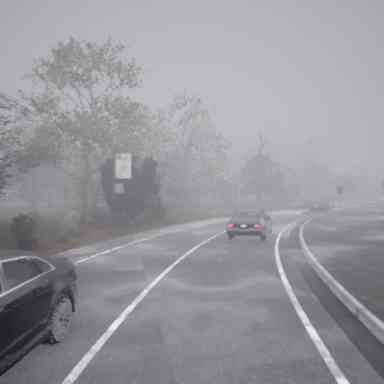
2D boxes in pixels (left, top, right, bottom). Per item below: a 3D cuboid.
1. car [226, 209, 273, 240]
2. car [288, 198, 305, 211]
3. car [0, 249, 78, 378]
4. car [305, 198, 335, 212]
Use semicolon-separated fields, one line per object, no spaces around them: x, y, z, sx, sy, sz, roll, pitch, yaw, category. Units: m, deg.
3.134;1.600;17.520;2.033;1.411;5.357;-1;-1;18;car
14.213;1.556;43.259;2.128;1.511;4.902;-4;-1;40;car
-2.951;1.498;3.677;2.128;1.511;4.902;0;0;4;car
15.266;1.500;38.995;1.994;1.385;4.181;-4;-1;38;car
